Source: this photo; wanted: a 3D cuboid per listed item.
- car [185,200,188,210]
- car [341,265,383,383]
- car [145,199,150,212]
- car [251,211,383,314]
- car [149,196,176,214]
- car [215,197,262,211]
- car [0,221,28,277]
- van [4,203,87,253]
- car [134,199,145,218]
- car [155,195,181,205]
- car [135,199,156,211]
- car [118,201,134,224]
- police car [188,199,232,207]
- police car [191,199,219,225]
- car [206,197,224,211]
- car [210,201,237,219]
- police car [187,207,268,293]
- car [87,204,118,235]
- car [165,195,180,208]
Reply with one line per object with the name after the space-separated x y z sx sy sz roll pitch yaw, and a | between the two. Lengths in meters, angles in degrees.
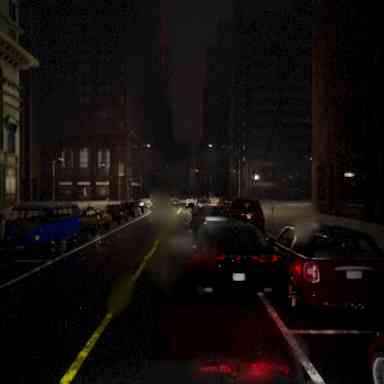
0.020 1.597 43.263 1.895 1.301 4.718 0 0 0 | car
2.760 1.581 1.967 1.802 1.307 4.206 0 0 0 | car
-5.750 1.560 35.785 1.947 1.339 4.313 0 0 0 | car
2.762 1.436 7.603 1.967 1.590 4.097 0 0 0 | car
-3.070 1.499 35.490 1.837 1.490 4.892 0 0 0 | car
2.766 1.308 18.874 2.192 1.841 5.009 0 0 0 | car
-5.763 1.577 7.603 1.802 1.307 4.206 0 0 0 | car
-5.761 1.335 13.239 1.690 1.788 3.998 0 0 0 | van
-5.752 1.559 30.149 1.947 1.339 4.313 0 0 0 | car
-4.413 1.368 60.409 4.553 1.767 2.097 0 0 38 | car
-5.747 1.546 41.422 2.008 1.369 4.403 0 0 0 | car
-5.755 1.574 24.512 1.802 1.307 4.206 0 0 0 | car
0.876 1.418 18.968 1.930 1.638 5.238 0 0 0 | police car
0.879 1.418 24.967 1.930 1.638 5.238 0 0 0 | police car
2.777 1.436 41.419 1.967 1.590 4.097 0 0 0 | car
2.773 1.559 30.147 1.947 1.339 4.313 0 0 0 | car
0.904 1.421 8.968 1.930 1.638 5.238 0 0 0 | police car
-5.758 1.518 18.705 1.752 1.417 4.829 0 0 0 | car
-2.977 1.500 48.860 2.128 1.511 4.902 0 0 0 | car
